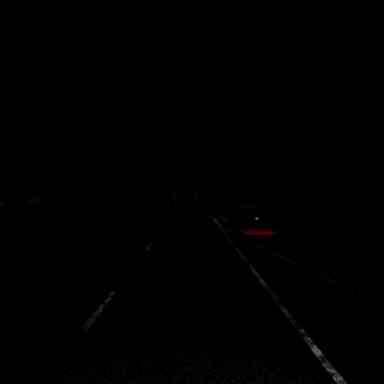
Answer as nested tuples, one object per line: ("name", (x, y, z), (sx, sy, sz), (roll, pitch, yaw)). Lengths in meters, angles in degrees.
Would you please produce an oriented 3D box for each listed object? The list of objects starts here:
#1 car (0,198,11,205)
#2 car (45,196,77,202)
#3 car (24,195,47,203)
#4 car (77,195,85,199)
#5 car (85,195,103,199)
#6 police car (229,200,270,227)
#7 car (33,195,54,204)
("car", (-28.043, 1.474, 47.381), (2.033, 1.411, 5.357), (0, 0, 0))
("car", (-17.568, 1.495, 44.839), (1.994, 1.385, 4.181), (0, 0, 0))
("car", (-21.069, 1.455, 45.164), (1.812, 1.442, 4.674), (0, 0, 0))
("car", (-21.007, 1.384, 61.418), (1.882, 1.535, 5.008), (0, 0, 0))
("car", (-17.514, 1.411, 61.160), (1.837, 1.490, 4.892), (0, 0, 0))
("police car", (3.774, 1.390, 22.674), (1.930, 1.638, 5.238), (0, 0, -3))
("car", (-27.995, 1.382, 62.845), (1.882, 1.535, 5.008), (0, 0, 0))
